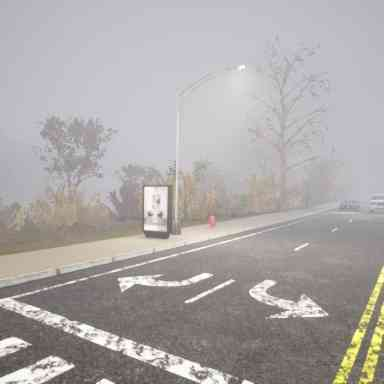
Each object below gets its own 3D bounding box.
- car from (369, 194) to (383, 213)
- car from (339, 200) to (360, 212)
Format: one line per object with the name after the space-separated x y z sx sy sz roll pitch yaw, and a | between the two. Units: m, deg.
21.577 1.263 37.926 2.150 2.045 5.566 0 0 31 | car
18.795 1.602 39.607 1.994 1.385 4.181 0 0 31 | car
